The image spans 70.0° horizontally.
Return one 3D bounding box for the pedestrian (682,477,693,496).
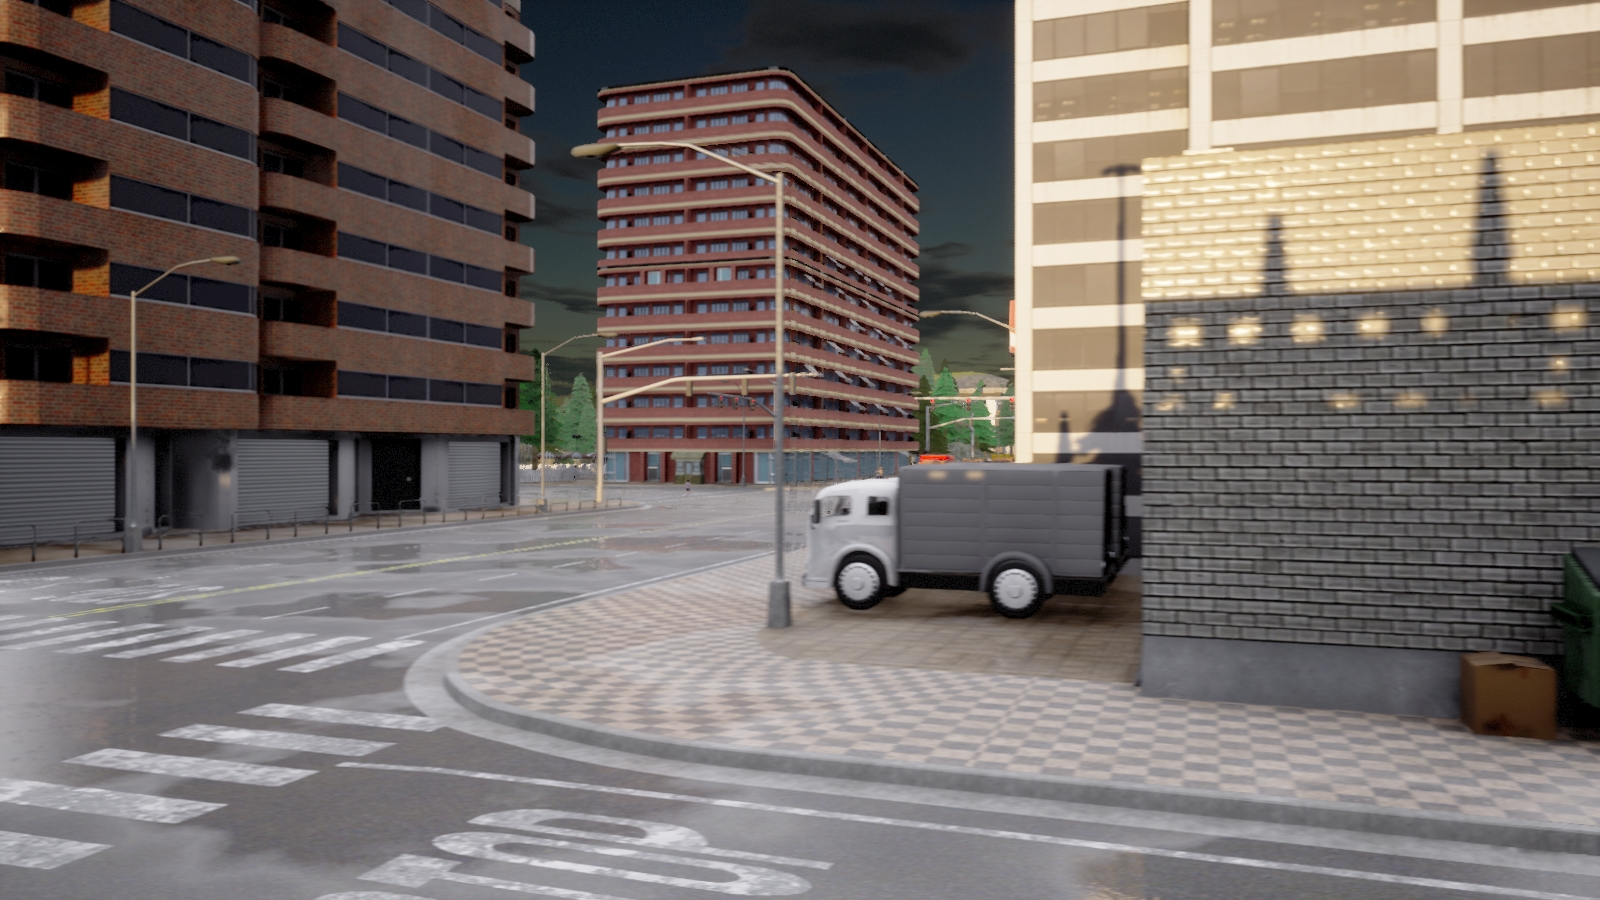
[{"bbox_3d":[-6.841,2.227,69.636,0.500,1.100,0.500,0,0,25],"label":"pedestrian"}]
